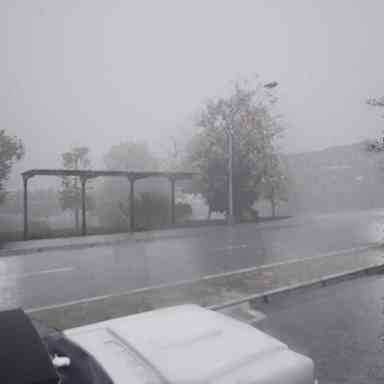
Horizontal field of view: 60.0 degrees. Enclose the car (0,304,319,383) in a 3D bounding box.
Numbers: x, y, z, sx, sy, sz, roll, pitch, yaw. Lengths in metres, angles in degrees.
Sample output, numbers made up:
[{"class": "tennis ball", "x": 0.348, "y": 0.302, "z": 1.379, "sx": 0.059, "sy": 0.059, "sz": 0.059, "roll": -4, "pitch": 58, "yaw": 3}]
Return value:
[{"class": "car", "x": -1.215, "y": 1.600, "z": 2.267, "sx": 4.718, "sy": 1.301, "sz": 1.895, "roll": 0, "pitch": 0, "yaw": -35}]
